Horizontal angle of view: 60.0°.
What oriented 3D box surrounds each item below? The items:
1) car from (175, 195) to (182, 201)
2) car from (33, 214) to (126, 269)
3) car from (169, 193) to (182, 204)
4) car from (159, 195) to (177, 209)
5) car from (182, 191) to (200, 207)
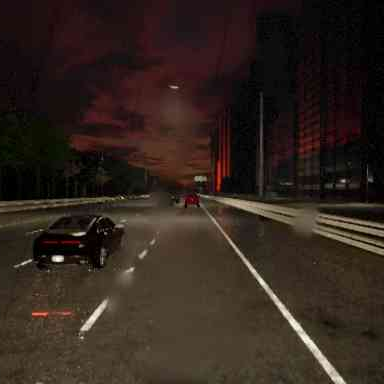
[{"bbox_3d":[-3.868,1.660,94.693,1.812,1.442,4.674,0,0,-1],"label":"car"},{"bbox_3d":[-3.498,1.495,11.103,1.837,1.490,4.892,0,0,0],"label":"car"},{"bbox_3d":[-3.656,1.272,65.334,2.150,2.045,5.566,0,0,0],"label":"car"},{"bbox_3d":[-3.571,1.559,46.766,2.033,1.411,5.357,0,0,0],"label":"car"},{"bbox_3d":[0.007,1.252,51.488,2.150,2.045,5.566,0,0,0],"label":"car"}]
